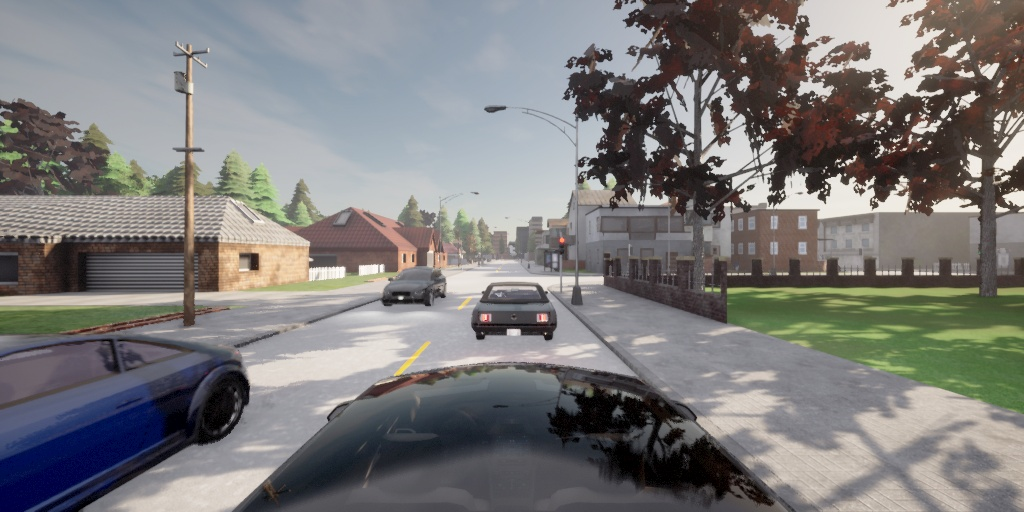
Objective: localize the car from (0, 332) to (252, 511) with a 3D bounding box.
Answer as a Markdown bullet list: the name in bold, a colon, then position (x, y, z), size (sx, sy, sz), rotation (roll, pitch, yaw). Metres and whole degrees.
- **car**: position (-4.090, 1.314, 2.514), size (1.994, 1.385, 4.181), rotation (0, 0, 0)

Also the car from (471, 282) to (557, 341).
- **car**: position (0.078, 1.351, 9.906), size (1.895, 1.301, 4.718), rotation (0, 0, 1)

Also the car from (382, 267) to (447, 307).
- **car**: position (-4.050, 1.252, 15.559), size (1.837, 1.490, 4.892), rotation (0, 1, 1)
